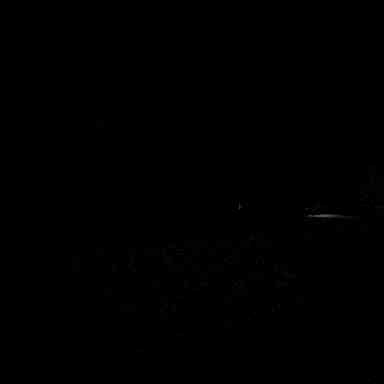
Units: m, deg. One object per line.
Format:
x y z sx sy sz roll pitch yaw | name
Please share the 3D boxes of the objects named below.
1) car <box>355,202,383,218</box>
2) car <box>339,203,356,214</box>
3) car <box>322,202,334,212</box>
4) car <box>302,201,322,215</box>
17.394 1.734 29.249 1.895 1.301 4.718 1 -1 -37 | car
18.841 1.789 37.372 1.887 1.381 4.507 0 -1 -36 | car
15.451 1.828 42.071 1.752 1.417 4.829 0 -1 -36 | car
11.542 1.738 37.321 1.837 1.490 4.892 1 -1 -36 | car
